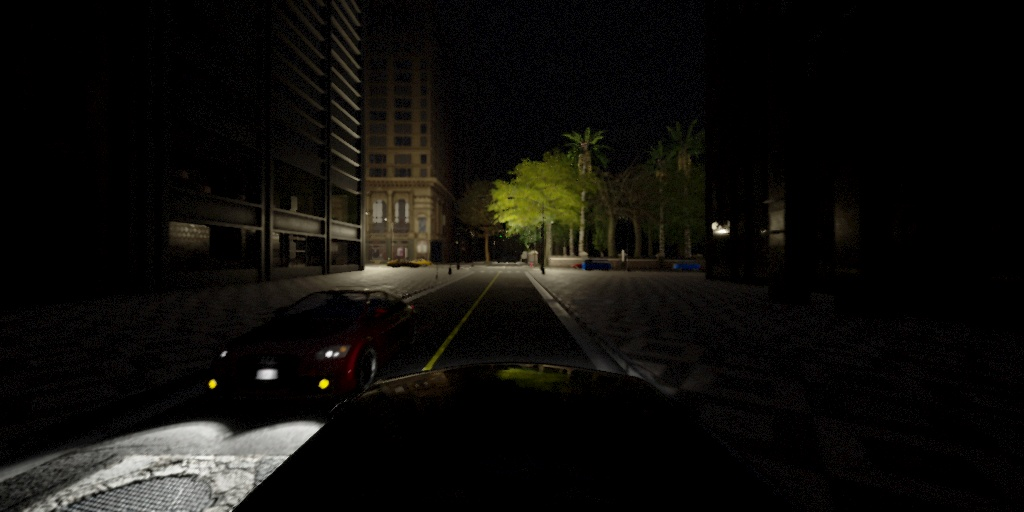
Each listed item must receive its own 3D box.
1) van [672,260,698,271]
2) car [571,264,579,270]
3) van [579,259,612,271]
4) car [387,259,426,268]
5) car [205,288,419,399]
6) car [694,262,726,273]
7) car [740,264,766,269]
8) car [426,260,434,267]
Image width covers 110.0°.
[{"bbox_3d":[28.438,1.636,58.806,3.998,1.789,1.690,0,0,0],"label":"van"},{"bbox_3d":[11.868,1.602,58.863,4.207,1.307,1.802,0,0,0],"label":"car"},{"bbox_3d":[11.850,1.312,50.337,3.998,1.789,1.690,0,0,0],"label":"van"},{"bbox_3d":[-15.067,1.047,50.431,4.829,1.417,1.751,0,0,0],"label":"car"},{"bbox_3d":[-3.102,1.311,6.534,1.994,1.385,4.181,0,0,0],"label":"car"},{"bbox_3d":[28.421,1.828,50.280,4.207,1.307,1.802,0,0,0],"label":"car"},{"bbox_3d":[33.944,1.778,50.261,4.097,1.591,1.967,0,0,0],"label":"car"},{"bbox_3d":[-15.388,1.096,58.957,4.829,1.417,1.751,0,0,0],"label":"car"}]
